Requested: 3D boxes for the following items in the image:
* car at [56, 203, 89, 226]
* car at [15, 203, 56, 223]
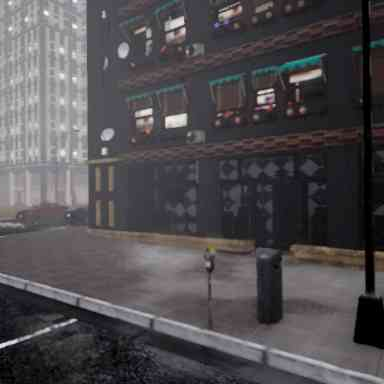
[{"bbox_3d":[-6.398,1.443,22.173,1.947,1.339,4.313,0,1,35],"label":"car"},{"bbox_3d":[-11.157,1.520,25.490,1.994,1.385,4.181,-1,0,35],"label":"car"}]
